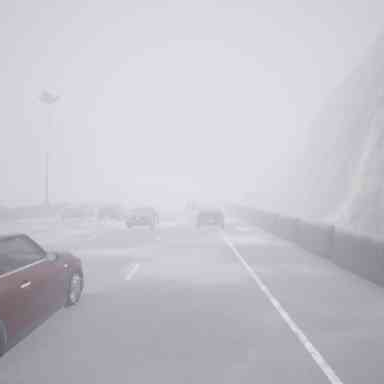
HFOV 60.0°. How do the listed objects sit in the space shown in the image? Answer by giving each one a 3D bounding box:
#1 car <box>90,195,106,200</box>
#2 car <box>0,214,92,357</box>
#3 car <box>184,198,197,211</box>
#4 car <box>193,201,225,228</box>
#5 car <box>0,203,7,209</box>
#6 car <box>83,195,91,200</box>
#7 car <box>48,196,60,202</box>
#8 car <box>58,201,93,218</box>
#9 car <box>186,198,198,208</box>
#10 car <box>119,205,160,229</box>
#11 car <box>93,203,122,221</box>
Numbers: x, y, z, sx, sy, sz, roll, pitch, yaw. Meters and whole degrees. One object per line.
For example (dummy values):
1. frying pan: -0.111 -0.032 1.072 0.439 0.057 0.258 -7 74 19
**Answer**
1. car: -20.987 1.559 76.134 1.882 1.535 5.008 0 0 0
2. car: -3.399 1.418 5.363 2.097 1.767 4.553 0 -1 0
3. car: 0.026 1.786 43.624 1.994 1.385 4.181 0 0 1
4. car: 1.229 1.679 23.850 1.882 1.535 5.008 0 0 0
5. car: -21.089 1.751 34.516 1.812 1.442 4.674 0 0 0
6. car: -24.486 1.406 79.339 1.837 1.490 4.892 0 0 0
7. car: -31.487 1.646 75.302 1.994 1.385 4.181 0 0 0
8. car: -10.395 1.747 30.409 1.812 1.442 4.674 0 0 0
9. car: 0.010 1.763 55.504 2.033 1.411 5.357 0 0 0
10. car: -3.396 1.748 23.600 2.033 1.411 5.357 0 0 0
11. car: -6.895 1.724 29.299 1.837 1.490 4.892 0 0 0
